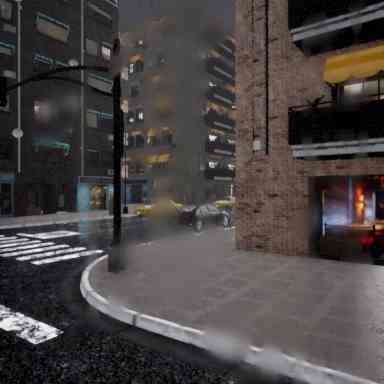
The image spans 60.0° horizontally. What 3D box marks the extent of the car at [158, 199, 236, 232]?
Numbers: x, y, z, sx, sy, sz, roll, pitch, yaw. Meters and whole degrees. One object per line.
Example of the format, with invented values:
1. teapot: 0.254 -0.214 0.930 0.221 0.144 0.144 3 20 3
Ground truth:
1. car: 0.497 1.333 18.382 2.008 1.369 4.403 1 1 36

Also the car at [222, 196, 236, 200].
1. car: 4.003 1.111 36.615 1.752 1.417 4.829 1 1 36

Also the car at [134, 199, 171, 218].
1. car: -2.663 1.252 27.439 1.752 1.417 4.829 1 1 36
